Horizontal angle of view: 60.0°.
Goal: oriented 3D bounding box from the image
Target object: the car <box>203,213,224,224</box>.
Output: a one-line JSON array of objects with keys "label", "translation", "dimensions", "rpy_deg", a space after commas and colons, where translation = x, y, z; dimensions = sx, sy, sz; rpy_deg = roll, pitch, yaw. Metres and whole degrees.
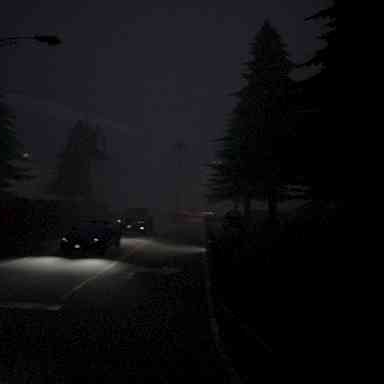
[{"label": "car", "translation": [4.069, 4.019, 50.535], "dimensions": [4.902, 1.511, 2.128], "rpy_deg": [3, -3, -23]}]

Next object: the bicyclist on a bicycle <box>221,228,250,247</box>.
[{"label": "bicyclist on a bicycle", "translation": [2.243, 2.080, 18.186], "dimensions": [1.656, 1.620, 0.582], "rpy_deg": [-16, 1, 0]}]

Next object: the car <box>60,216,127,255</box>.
[{"label": "car", "translation": [-4.726, 2.086, 16.190], "dimensions": [1.812, 1.442, 4.674], "rpy_deg": [2, -3, 1]}]

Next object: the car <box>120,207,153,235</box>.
[{"label": "car", "translation": [-4.481, 2.284, 26.926], "dimensions": [2.150, 2.045, 5.566], "rpy_deg": [2, -3, 2]}]
